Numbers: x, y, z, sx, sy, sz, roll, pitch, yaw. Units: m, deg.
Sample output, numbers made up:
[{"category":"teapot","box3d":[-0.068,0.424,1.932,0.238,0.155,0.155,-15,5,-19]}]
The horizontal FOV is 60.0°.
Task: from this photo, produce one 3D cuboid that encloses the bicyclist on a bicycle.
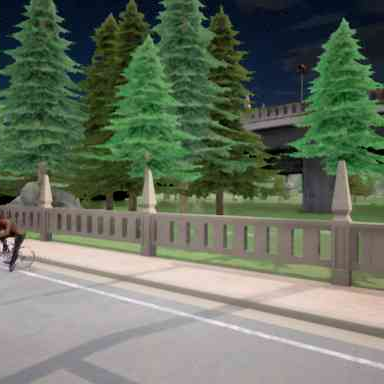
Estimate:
[{"category":"bicyclist on a bicycle","box3d":[-5.117,1.415,9.126,0.582,1.620,1.656,0,0,35]}]
